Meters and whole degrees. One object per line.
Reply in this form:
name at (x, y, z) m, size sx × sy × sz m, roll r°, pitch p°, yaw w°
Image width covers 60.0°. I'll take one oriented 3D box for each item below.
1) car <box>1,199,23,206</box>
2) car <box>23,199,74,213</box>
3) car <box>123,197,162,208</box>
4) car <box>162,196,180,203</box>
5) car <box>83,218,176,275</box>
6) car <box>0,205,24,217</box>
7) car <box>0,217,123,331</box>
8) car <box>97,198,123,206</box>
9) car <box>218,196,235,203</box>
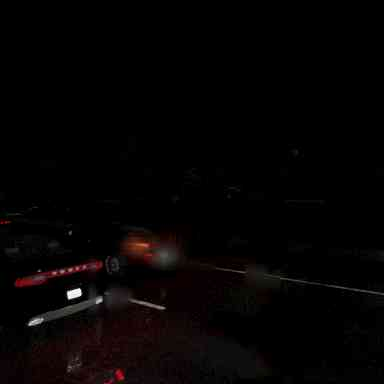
car at (-23.403, 1.547, 42.886) m, size 2.033 × 1.411 × 5.357 m, roll 0°, pitch 0°, yaw 36°
car at (-15.271, 1.502, 36.213) m, size 1.837 × 1.490 × 4.892 m, roll 0°, pitch 1°, yaw 36°
car at (-6.983, 1.477, 47.572) m, size 1.882 × 1.535 × 5.008 m, roll 0°, pitch 0°, yaw 36°
car at (-4.370, 1.525, 68.810) m, size 1.812 × 1.442 × 4.674 m, roll 0°, pitch 0°, yaw 36°
car at (-2.607, 1.526, 10.129) m, size 4.674 × 1.442 × 1.812 m, roll 0°, pitch 0°, yaw 35°
car at (-10.084, 1.505, 15.456) m, size 4.892 × 1.490 × 1.837 m, roll 0°, pitch 0°, yaw 36°
car at (-3.898, 1.478, 6.760) m, size 5.008 × 1.535 × 1.882 m, roll 0°, pitch 0°, yaw 35°
car at (-13.572, 1.601, 56.345) m, size 1.895 × 1.301 × 4.718 m, roll 0°, pitch 0°, yaw 36°
car at (6.812, 1.471, 66.306) m, size 1.994 × 1.385 × 4.181 m, roll 0°, pitch 0°, yaw 36°
